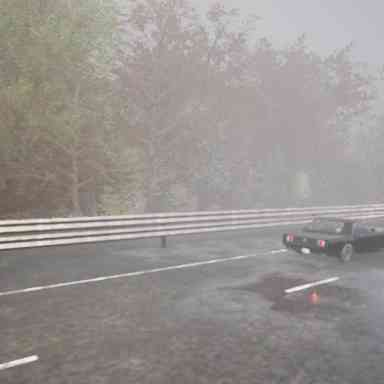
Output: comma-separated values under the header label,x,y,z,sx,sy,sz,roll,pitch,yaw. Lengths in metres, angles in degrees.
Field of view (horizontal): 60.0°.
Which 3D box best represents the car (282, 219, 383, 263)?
label,x,y,z,sx,sy,sz,roll,pitch,yaw
car,5.532,1.612,12.009,4.718,1.301,1.895,0,0,-34
